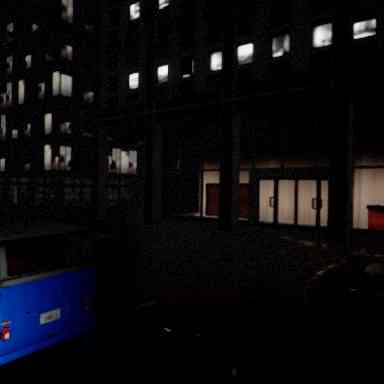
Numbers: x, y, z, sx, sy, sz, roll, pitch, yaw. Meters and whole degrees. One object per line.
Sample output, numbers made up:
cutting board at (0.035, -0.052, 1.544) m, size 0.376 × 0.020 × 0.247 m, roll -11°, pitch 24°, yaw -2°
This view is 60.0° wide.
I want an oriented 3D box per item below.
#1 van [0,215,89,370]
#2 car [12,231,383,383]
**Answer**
van at (-3.250, 1.276, 5.181) m, size 3.998 × 1.788 × 1.690 m, roll 1°, pitch 1°, yaw 36°
car at (1.376, 1.316, 1.879) m, size 5.009 × 1.841 × 2.192 m, roll 1°, pitch 1°, yaw 36°
